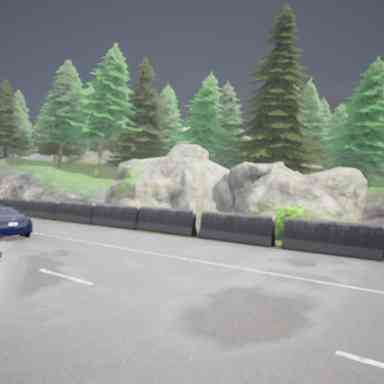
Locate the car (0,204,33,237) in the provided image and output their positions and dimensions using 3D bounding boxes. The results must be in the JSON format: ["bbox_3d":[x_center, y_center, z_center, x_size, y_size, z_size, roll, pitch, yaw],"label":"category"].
[{"bbox_3d":[-8.698,1.191,14.261,4.181,1.385,1.994,2,1,35],"label":"car"}]

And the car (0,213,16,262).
[{"bbox_3d":[-7.222,1.282,8.969,5.357,1.411,2.033,2,1,35],"label":"car"}]
